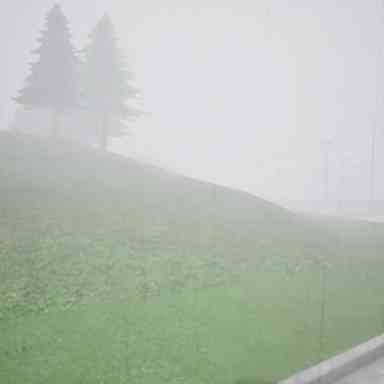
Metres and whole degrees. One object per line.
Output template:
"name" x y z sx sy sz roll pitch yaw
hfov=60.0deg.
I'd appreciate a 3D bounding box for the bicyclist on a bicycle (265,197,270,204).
"bicyclist on a bicycle" 16.625 1.870 73.473 1.656 1.620 0.582 0 0 -35
